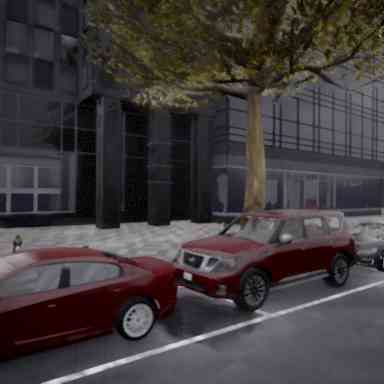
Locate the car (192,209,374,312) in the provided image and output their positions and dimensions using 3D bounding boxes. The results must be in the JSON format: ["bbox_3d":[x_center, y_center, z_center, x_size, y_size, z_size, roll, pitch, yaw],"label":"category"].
[{"bbox_3d":[1.968,1.372,8.044,5.009,1.841,2.192,1,0,-35],"label":"car"}]

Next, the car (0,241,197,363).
[{"bbox_3d":[-2.342,1.553,4.975,4.507,1.381,1.887,1,0,-35],"label":"car"}]

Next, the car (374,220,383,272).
[{"bbox_3d":[6.274,1.657,11.112,4.403,1.369,2.008,1,0,-35],"label":"car"}]
